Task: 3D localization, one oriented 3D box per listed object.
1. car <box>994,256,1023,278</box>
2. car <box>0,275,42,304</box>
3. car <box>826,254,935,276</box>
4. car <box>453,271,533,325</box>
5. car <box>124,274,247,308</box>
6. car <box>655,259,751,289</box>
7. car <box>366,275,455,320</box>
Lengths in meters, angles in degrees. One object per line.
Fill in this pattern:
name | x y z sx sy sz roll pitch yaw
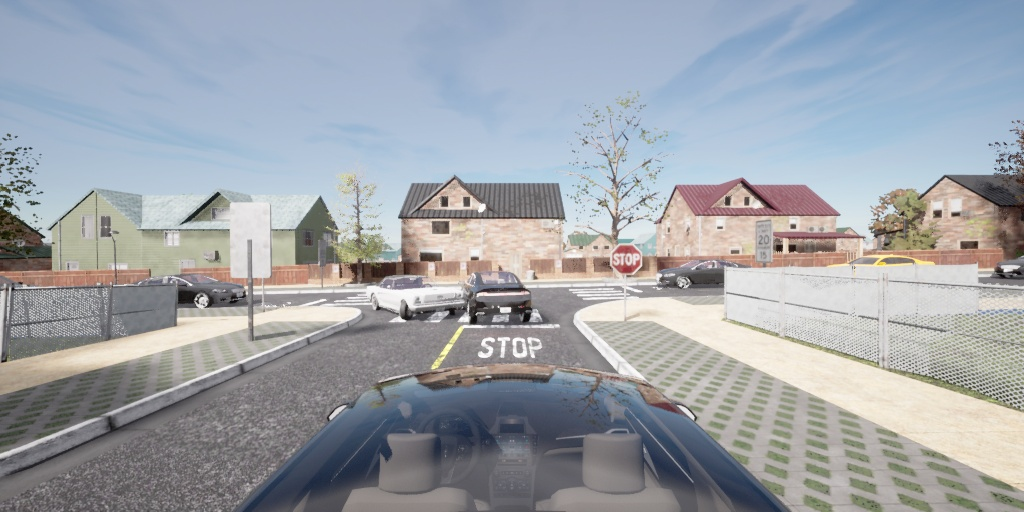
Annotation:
car | 29.396 0.478 19.470 4.902 1.511 2.128 -1 1 0
car | -24.231 1.648 16.333 4.553 1.767 2.097 -1 1 0
car | 19.771 0.690 19.439 5.008 1.535 1.882 -1 1 0
car | -0.679 1.242 12.005 2.128 1.511 4.902 0 0 -12
car | -14.894 1.566 16.368 4.902 1.511 2.128 -1 1 0
car | 10.341 0.925 19.408 4.902 1.511 2.128 -1 1 0
car | -3.596 1.367 12.866 1.895 1.301 4.718 0 0 -38
